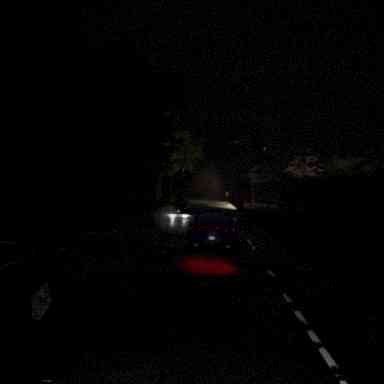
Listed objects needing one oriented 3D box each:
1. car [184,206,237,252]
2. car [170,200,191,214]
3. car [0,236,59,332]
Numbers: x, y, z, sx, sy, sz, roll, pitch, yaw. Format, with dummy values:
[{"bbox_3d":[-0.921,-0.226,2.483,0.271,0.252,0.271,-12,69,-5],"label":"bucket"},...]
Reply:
[{"bbox_3d":[0.909,1.515,14.443,1.882,1.535,5.008,2,0,4],"label":"car"},{"bbox_3d":[-1.102,1.523,35.281,2.033,1.411,5.357,2,0,5],"label":"car"},{"bbox_3d":[-3.462,1.341,4.146,2.128,1.511,4.902,2,0,4],"label":"car"}]
